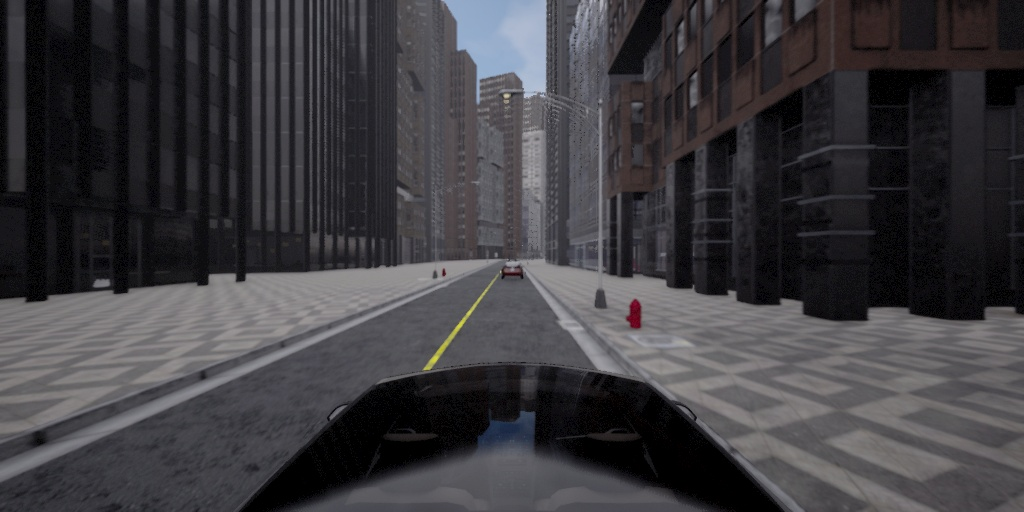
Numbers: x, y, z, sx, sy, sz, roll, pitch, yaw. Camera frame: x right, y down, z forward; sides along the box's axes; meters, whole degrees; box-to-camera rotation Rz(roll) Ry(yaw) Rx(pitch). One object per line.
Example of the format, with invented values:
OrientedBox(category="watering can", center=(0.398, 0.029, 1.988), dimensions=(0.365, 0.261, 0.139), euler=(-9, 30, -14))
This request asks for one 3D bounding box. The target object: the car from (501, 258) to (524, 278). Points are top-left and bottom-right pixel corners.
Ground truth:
OrientedBox(category="car", center=(0.060, 1.238, 33.007), dimensions=(2.163, 1.488, 4.792), euler=(0, 0, 1))
